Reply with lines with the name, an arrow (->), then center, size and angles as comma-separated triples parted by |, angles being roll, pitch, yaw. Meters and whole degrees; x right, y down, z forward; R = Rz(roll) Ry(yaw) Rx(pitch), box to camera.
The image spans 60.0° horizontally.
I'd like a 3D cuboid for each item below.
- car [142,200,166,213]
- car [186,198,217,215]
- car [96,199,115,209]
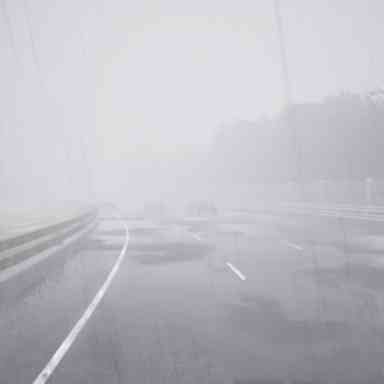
car -> -4.599, 1.651, 39.945 | 2.128, 1.511, 4.902 | 0, 0, -22
car -> 0.953, 1.463, 35.216 | 2.097, 1.767, 4.553 | 0, 0, -19
car -> -12.735, 1.762, 48.826 | 1.812, 1.442, 4.674 | 0, 0, -29
